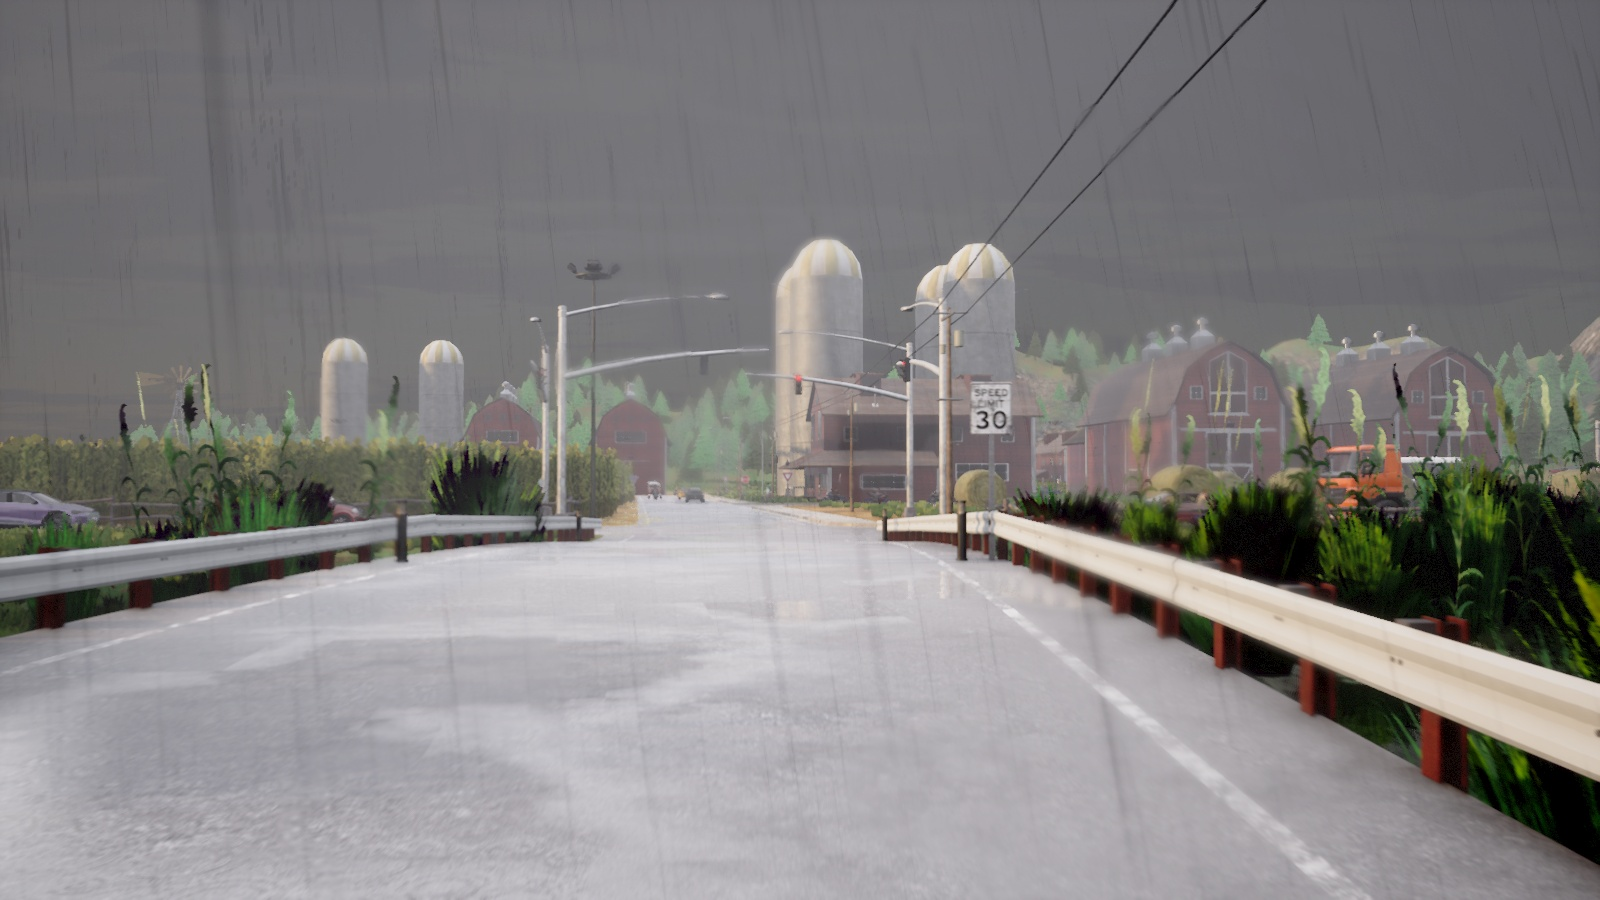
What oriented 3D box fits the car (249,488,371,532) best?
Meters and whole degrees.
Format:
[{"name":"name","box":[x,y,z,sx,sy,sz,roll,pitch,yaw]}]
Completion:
[{"name":"car","box":[-18.522,2.254,47.615,3.988,1.617,1.851,0,-2,-7]}]

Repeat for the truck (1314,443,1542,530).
[{"name":"truck","box":[25.537,1.494,51.294,7.936,3.462,2.891,0,-2,-4]}]

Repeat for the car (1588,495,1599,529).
[{"name":"car","box":[35.361,2.572,52.036,4.181,1.385,1.994,0,-2,-4]}]

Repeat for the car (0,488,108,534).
[{"name":"car","box":[-28.546,2.238,46.336,4.856,1.649,2.033,0,-2,-7]}]

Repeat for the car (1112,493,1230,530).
[{"name":"car","box":[14.862,2.453,50.427,4.193,1.474,1.816,0,-2,-4]}]
